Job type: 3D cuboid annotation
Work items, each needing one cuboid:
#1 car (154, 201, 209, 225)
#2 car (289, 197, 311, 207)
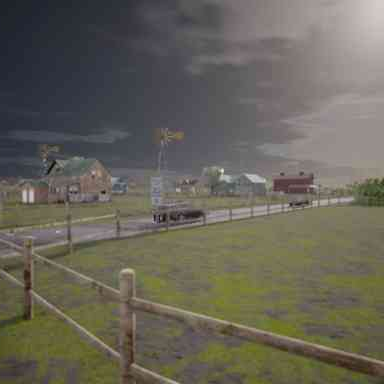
[{"bbox_3d":[-0.626,1.401,23.323,1.837,1.490,4.892,-1,0,34],"label":"car"},{"bbox_3d":[15.142,1.371,46.397,1.895,1.301,4.718,-1,0,34],"label":"car"}]
